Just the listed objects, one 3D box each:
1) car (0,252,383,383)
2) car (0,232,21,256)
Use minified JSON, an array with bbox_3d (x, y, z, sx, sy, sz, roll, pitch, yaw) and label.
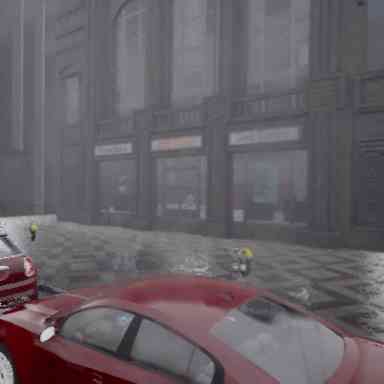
[{"bbox_3d":[-0.312,1.537,3.290,4.507,1.381,1.887,0,1,35],"label":"car"},{"bbox_3d":[-4.896,1.413,6.548,4.097,1.590,1.967,0,1,35],"label":"car"}]
